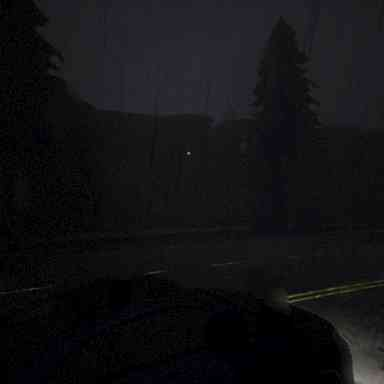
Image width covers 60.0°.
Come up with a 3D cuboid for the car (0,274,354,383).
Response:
[{"bbox_3d":[-0.341,1.563,3.218,4.181,1.385,1.994,0,0,-33],"label":"car"}]
